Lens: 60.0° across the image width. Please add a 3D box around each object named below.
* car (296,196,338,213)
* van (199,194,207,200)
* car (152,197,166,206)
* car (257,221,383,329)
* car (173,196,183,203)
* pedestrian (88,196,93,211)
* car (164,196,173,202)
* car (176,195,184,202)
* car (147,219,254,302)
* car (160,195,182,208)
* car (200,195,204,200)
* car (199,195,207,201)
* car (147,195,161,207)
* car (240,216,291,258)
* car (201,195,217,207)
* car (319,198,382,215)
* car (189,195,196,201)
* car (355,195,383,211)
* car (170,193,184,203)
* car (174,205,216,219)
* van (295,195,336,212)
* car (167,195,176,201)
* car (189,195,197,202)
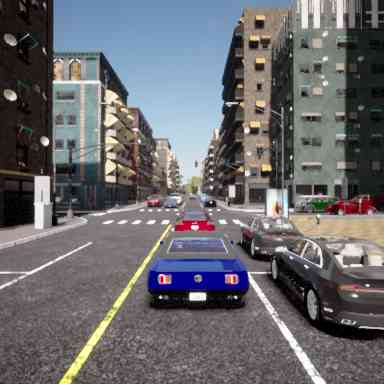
[{"bbox_3d":[13.401,1.271,34.844,4.553,1.767,2.097,0,-1,1],"label":"car"},{"bbox_3d":[2.853,1.370,78.481,1.690,1.788,3.998,1,0,0],"label":"van"},{"bbox_3d":[-5.572,1.564,56.251,1.887,1.381,4.507,1,0,0],"label":"car"},{"bbox_3d":[2.843,1.553,6.861,2.008,1.369,4.403,1,0,0],"label":"car"},{"bbox_3d":[-2.878,1.588,68.548,1.994,1.385,4.181,0,0,0],"label":"car"},{"bbox_3d":[-12.451,1.346,40.618,0.375,1.860,0.375,0,0,1],"label":"pedestrian"},{"bbox_3d":[-5.529,1.595,78.535,1.947,1.339,4.313,1,0,0],"label":"car"},{"bbox_3d":[-2.849,1.529,78.958,1.837,1.490,4.892,0,0,0],"label":"car"},{"bbox_3d":[0.115,1.603,8.245,1.895,1.301,4.718,0,0,0],"label":"car"},{"bbox_3d":[-3.010,1.564,48.605,2.033,1.411,5.357,0,0,0],"label":"car"},{"bbox_3d":[2.808,1.601,56.195,1.802,1.307,4.206,1,0,0],"label":"car"},{"bbox_3d":[2.872,1.579,89.621,1.887,1.381,4.507,1,0,0],"label":"car"},{"bbox_3d":[-5.579,1.332,50.680,2.192,1.841,5.009,1,0,0],"label":"car"},{"bbox_3d":[2.854,1.554,12.431,2.008,1.369,4.403,1,0,0],"label":"car"},{"bbox_3d":[2.797,1.583,50.624,1.947,1.339,4.313,1,0,0],"label":"car"},{"bbox_3d":[13.758,1.412,29.042,4.206,1.307,1.802,0,0,1],"label":"car"},{"bbox_3d":[0.171,1.558,90.054,1.812,1.442,4.674,0,0,0],"label":"car"},{"bbox_3d":[19.362,1.226,37.373,5.009,1.841,2.192,0,0,1],"label":"car"},{"bbox_3d":[-2.966,1.242,58.606,2.150,2.045,5.566,0,0,1],"label":"car"},{"bbox_3d":[0.127,1.569,17.108,1.994,1.385,4.181,0,0,0],"label":"car"},{"bbox_3d":[13.835,1.295,37.423,3.998,1.788,1.690,0,0,1],"label":"van"},{"bbox_3d":[-5.509,1.600,89.677,1.947,1.339,4.313,1,0,0],"label":"car"},{"bbox_3d":[0.152,1.555,79.672,2.128,1.511,4.902,0,0,0],"label":"car"}]
